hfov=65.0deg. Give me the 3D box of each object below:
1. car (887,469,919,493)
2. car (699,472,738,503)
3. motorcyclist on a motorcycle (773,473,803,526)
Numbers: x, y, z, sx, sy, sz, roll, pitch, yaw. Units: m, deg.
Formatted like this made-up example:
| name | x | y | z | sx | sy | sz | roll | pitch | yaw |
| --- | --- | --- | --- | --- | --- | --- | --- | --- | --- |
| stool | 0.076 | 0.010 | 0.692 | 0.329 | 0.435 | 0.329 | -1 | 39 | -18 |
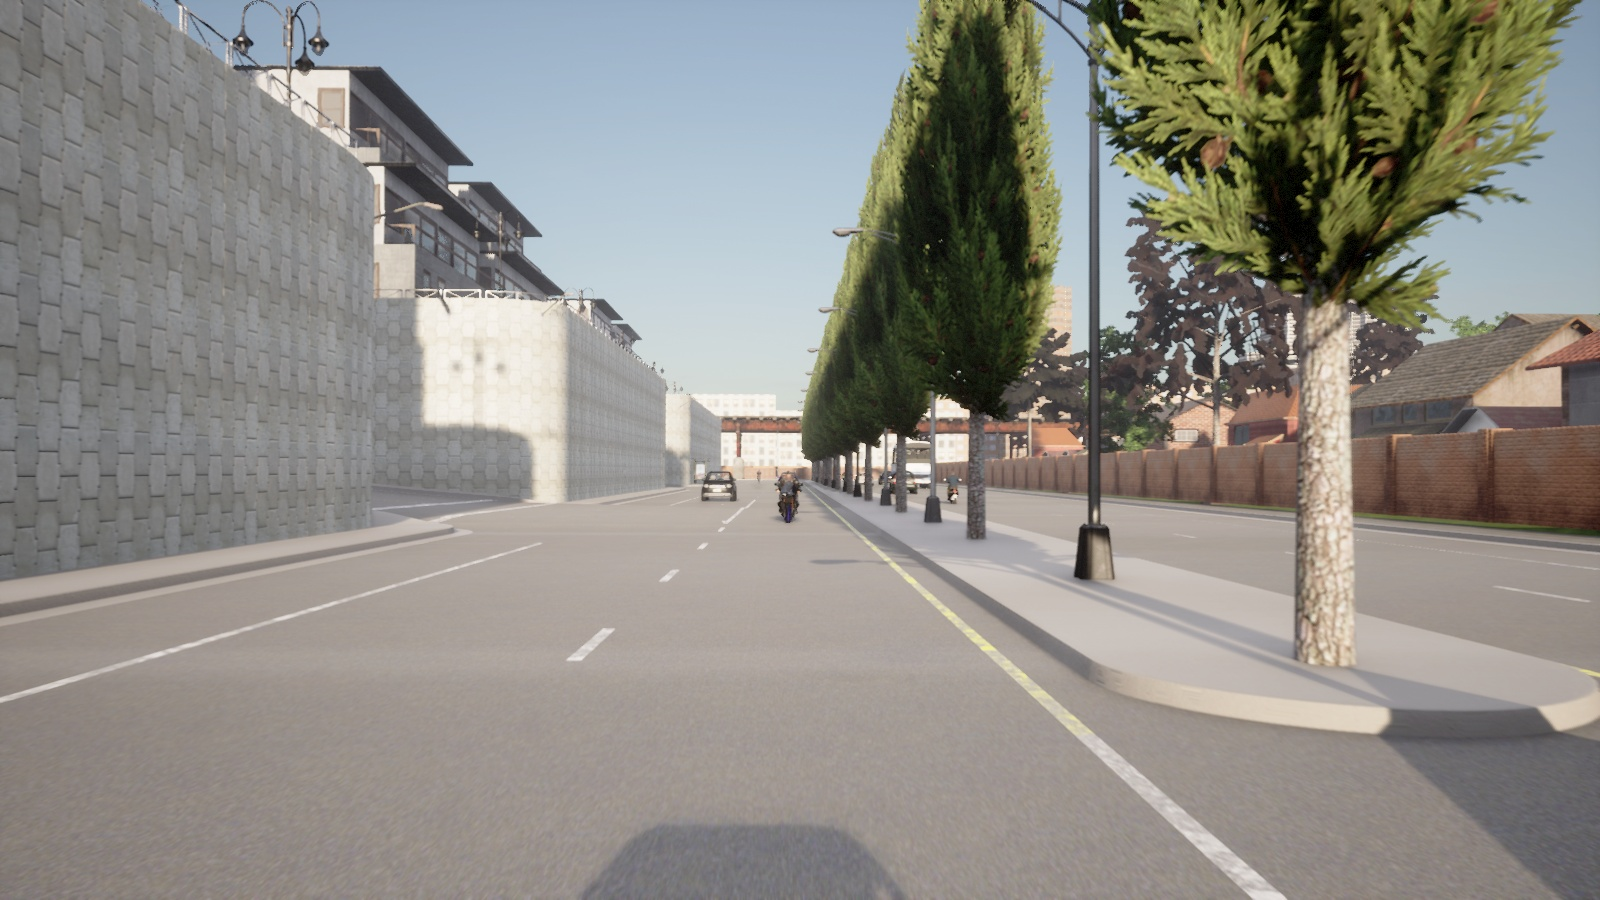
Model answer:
| name | x | y | z | sx | sy | sz | roll | pitch | yaw |
| --- | --- | --- | --- | --- | --- | --- | --- | --- | --- |
| car | 7.163 | 2.153 | 87.736 | 1.851 | 1.617 | 3.988 | 0 | -1 | -1 |
| car | -4.106 | 1.880 | 63.956 | 1.789 | 1.549 | 3.705 | 0 | -1 | -1 |
| motorcyclist on a motorcycle | -0.346 | 1.456 | 37.455 | 0.866 | 1.530 | 2.191 | 0 | -1 | -1 |
